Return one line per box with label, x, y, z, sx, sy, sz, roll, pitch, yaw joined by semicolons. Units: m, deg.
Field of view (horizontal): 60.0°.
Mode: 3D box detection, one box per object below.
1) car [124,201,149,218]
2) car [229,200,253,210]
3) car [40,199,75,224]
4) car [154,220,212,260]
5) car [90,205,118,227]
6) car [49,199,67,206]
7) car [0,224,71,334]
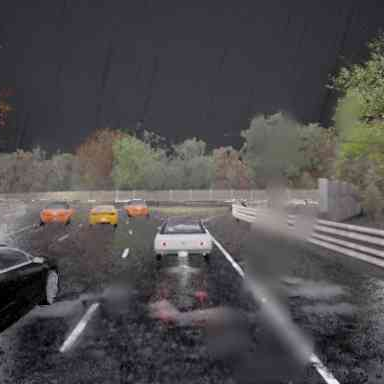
car;-5.920;1.680;34.991;2.097;1.767;4.553;0;0;-18
car;7.130;1.867;47.636;2.128;1.511;4.902;-1;-1;35
car;-10.597;1.630;26.512;2.097;1.767;4.553;0;-1;-14
car;-0.370;1.714;12.876;1.895;1.301;4.718;0;0;-2
car;-6.620;1.724;25.066;1.882;1.535;5.008;0;-1;-13
car;-31.305;2.339;77.679;4.902;1.511;2.128;-1;-1;44
car;-3.682;1.555;5.306;2.128;1.511;4.902;0;0;-3
